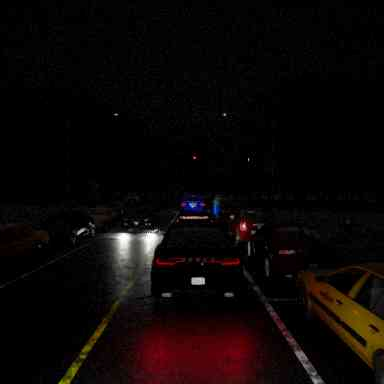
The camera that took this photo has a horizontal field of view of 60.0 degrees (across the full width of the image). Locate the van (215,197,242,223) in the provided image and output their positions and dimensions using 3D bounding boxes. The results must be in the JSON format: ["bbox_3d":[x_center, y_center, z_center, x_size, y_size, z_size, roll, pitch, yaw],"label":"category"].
[{"bbox_3d":[2.755,1.344,26.092,1.690,1.788,3.998,0,0,0],"label":"van"}]

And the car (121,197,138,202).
[{"bbox_3d":[-5.770,1.443,26.090,1.967,1.590,4.097,0,0,0],"label":"car"}]

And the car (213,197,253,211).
[{"bbox_3d":[2.756,1.317,20.655,2.192,1.841,5.009,0,0,0],"label":"car"}]

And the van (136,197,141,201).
[{"bbox_3d":[-5.771,1.346,31.528,1.690,1.788,3.998,0,0,0],"label":"van"}]

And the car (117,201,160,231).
[{"bbox_3d":[-3.074,1.509,20.903,1.837,1.490,4.892,0,-1,0],"label":"car"}]

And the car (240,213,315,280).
[{"bbox_3d":[2.758,1.545,9.779,1.887,1.381,4.507,0,0,0],"label":"car"}]

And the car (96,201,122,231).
[{"bbox_3d":[-5.769,1.527,20.483,1.752,1.417,4.829,0,0,0],"label":"car"}]

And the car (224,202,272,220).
[{"bbox_3d":[2.757,1.441,15.217,1.967,1.590,4.097,0,0,0],"label":"car"}]

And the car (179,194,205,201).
[{"bbox_3d":[0.018,1.225,29.369,2.150,2.045,5.566,0,0,-2],"label":"car"}]

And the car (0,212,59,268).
[{"bbox_3d":[-5.767,1.526,9.608,1.752,1.417,4.829,0,0,0],"label":"car"}]

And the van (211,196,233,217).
[{"bbox_3d":[2.754,1.345,31.530,1.690,1.788,3.998,0,0,0],"label":"van"}]

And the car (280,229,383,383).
[{"bbox_3d":[2.759,1.525,4.512,1.752,1.417,4.829,0,0,0],"label":"car"}]

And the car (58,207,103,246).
[{"bbox_3d":[-5.768,1.567,15.215,1.947,1.339,4.313,0,0,0],"label":"car"}]

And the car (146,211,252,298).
[{"bbox_3d":[0.093,1.478,8.558,1.882,1.535,5.008,0,0,0],"label":"car"}]

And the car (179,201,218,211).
[{"bbox_3d":[0.093,1.493,19.001,2.128,1.511,4.902,0,0,0],"label":"car"}]
